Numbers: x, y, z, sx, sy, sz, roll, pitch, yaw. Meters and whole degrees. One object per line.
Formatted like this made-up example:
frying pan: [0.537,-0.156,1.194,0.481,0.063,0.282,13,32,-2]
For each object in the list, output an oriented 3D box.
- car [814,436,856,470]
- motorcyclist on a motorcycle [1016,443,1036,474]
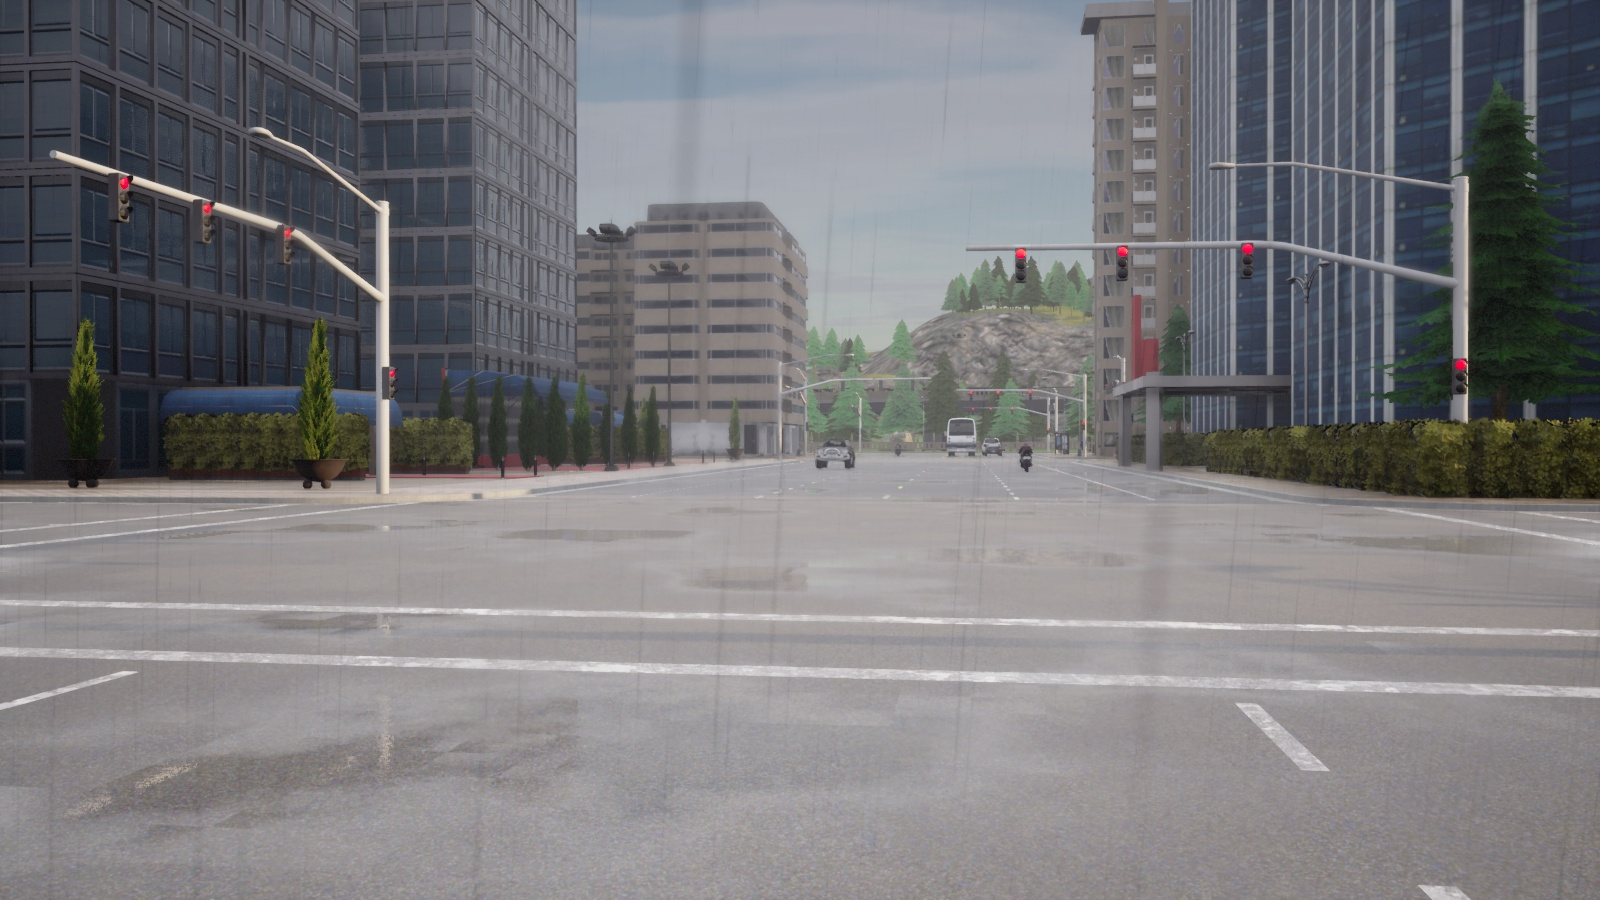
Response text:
car: [2.052,0.157,72.287,1.932,1.855,4.605,0,0,7]
motorcyclist on a motorcycle: [11.672,0.424,64.910,0.866,1.530,2.191,0,0,7]
